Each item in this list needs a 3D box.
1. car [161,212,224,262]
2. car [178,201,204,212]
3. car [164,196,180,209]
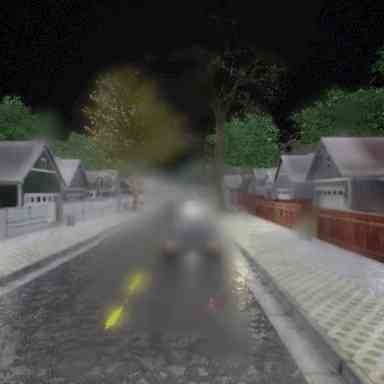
[{"bbox_3d":[0.036,1.623,12.104,1.895,1.301,4.718,0,0,0],"label":"car"},{"bbox_3d":[0.040,1.578,28.399,1.812,1.442,4.674,0,0,0],"label":"car"},{"bbox_3d":[-2.812,1.436,47.591,2.097,1.767,4.553,0,0,0],"label":"car"}]
